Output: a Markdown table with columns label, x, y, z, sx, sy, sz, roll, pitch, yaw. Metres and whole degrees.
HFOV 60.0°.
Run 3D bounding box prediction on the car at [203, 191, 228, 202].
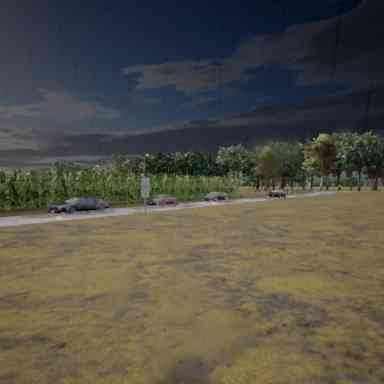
| label | x | y | z | sx | sy | sz | roll | pitch | yaw |
| --- | --- | --- | --- | --- | --- | --- | --- | --- | --- |
| car | 3.486 | 0.678 | 47.923 | 1.837 | 1.490 | 4.892 | 0 | 1 | 36 |

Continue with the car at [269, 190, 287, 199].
| label | x | y | z | sx | sy | sz | roll | pitch | yaw |
| --- | --- | --- | --- | --- | --- | --- | --- | --- | --- |
| car | 15.479 | 0.344 | 59.880 | 1.882 | 1.535 | 5.008 | 0 | 1 | 35 |

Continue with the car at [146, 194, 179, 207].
| label | x | y | z | sx | sy | sz | roll | pitch | yaw |
| --- | --- | --- | --- | --- | --- | --- | --- | --- | --- |
| car | -3.394 | 0.956 | 38.210 | 1.994 | 1.385 | 4.181 | 0 | 1 | 35 |

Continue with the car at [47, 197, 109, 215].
| label | x | y | z | sx | sy | sz | roll | pitch | yaw |
| --- | --- | --- | --- | --- | --- | --- | --- | --- | --- |
| car | -9.787 | 1.146 | 29.153 | 2.033 | 1.411 | 5.357 | 0 | 1 | 35 |
